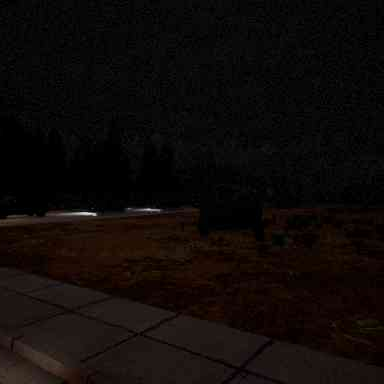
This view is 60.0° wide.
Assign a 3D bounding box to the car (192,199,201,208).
[{"bbox_3d":[1.938,1.591,47.246,1.994,1.385,4.181,0,0,39],"label":"car"}]

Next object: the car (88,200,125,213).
[{"bbox_3d":[-9.588,1.590,37.702,1.994,1.385,4.181,0,0,37],"label":"car"}]

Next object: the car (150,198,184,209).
[{"bbox_3d":[-3.386,1.574,46.082,2.033,1.411,5.357,0,0,37],"label":"car"}]

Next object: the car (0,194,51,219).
[{"bbox_3d":[-15.488,1.248,29.727,2.150,2.045,5.566,0,0,36],"label":"car"}]
